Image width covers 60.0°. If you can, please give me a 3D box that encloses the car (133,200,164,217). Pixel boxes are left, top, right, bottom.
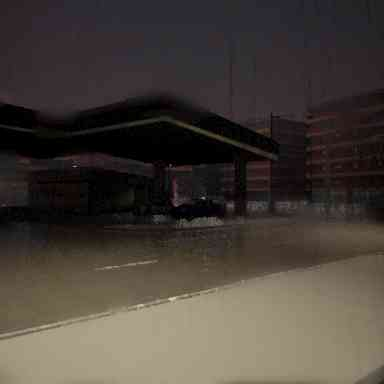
[{"bbox_3d":[-3.395,1.451,30.258,3.806,1.475,1.970,0,0,-35],"label":"car"}]

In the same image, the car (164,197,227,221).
[{"bbox_3d":[0.562,1.291,26.023,4.611,1.667,2.242,0,0,-35],"label":"car"}]

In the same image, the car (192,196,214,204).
[{"bbox_3d":[2.119,1.569,63.941,1.994,1.385,4.181,0,0,-36],"label":"car"}]
